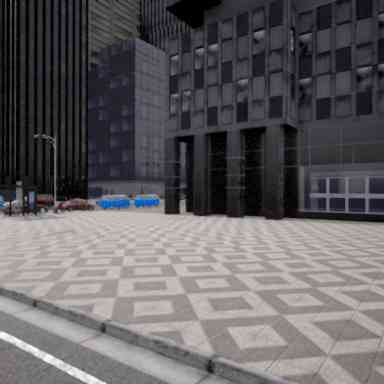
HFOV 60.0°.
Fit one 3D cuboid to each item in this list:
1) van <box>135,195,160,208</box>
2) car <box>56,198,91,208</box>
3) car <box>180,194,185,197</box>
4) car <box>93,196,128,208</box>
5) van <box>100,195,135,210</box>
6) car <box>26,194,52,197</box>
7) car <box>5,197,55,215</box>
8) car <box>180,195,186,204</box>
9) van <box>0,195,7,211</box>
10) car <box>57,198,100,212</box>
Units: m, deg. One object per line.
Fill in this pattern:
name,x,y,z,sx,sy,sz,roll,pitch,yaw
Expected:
van,-6.143,1.285,45.814,1.690,1.788,3.998,0,0,35
car,-16.382,1.492,46.131,1.802,1.307,4.206,0,0,35
car,-2.442,1.073,60.951,1.837,1.490,4.892,0,0,35
car,-11.713,1.398,48.087,1.882,1.535,5.008,0,0,36
van,-9.435,1.288,41.189,1.690,1.788,3.998,0,0,35
car,-19.673,1.229,41.504,2.192,1.841,5.009,0,0,35
car,-16.020,1.505,31.938,2.008,1.369,4.403,0,0,35
car,0.440,1.525,55.066,1.802,1.307,4.206,0,0,35
van,-22.966,1.259,36.879,1.690,1.788,3.998,0,0,35
car,-12.728,1.532,36.564,1.802,1.307,4.206,0,0,35
